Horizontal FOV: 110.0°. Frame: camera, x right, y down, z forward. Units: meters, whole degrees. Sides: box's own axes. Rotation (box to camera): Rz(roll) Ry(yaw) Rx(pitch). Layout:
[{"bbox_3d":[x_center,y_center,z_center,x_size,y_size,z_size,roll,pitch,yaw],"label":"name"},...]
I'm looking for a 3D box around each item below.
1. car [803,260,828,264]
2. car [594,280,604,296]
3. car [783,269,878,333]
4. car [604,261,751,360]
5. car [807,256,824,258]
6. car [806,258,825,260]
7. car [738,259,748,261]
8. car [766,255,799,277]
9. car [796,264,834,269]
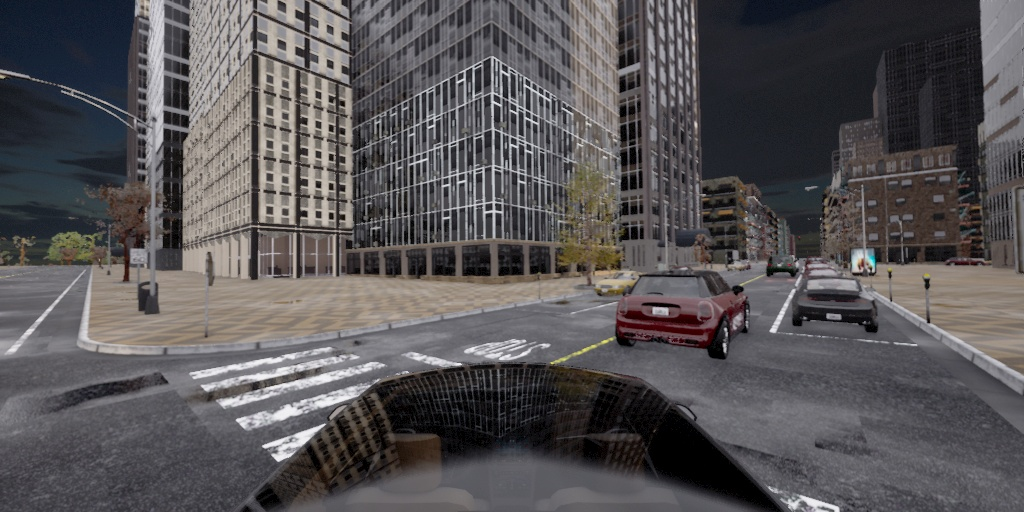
[{"bbox_3d":[23.431,1.210,27.428,1.888,1.381,4.507,0,0,40],"label":"car"},{"bbox_3d":[6.207,1.417,19.852,1.751,1.417,4.829,0,0,40],"label":"car"},{"bbox_3d":[9.191,1.233,10.348,2.007,1.370,4.403,0,0,40],"label":"car"},{"bbox_3d":[4.286,1.107,8.701,2.097,1.767,4.553,-2,-1,40],"label":"car"},{"bbox_3d":[34.111,0.966,40.238,2.192,1.841,5.009,0,0,40],"label":"car"},{"bbox_3d":[27.100,1.186,31.828,1.751,1.417,4.829,0,0,40],"label":"car"},{"bbox_3d":[31.129,1.386,49.744,1.751,1.417,4.829,0,0,40],"label":"car"},{"bbox_3d":[26.278,0.948,34.971,2.150,2.045,5.566,-2,-1,40],"label":"car"},{"bbox_3d":[16.311,1.255,18.888,1.802,1.307,4.207,0,0,40],"label":"car"}]
